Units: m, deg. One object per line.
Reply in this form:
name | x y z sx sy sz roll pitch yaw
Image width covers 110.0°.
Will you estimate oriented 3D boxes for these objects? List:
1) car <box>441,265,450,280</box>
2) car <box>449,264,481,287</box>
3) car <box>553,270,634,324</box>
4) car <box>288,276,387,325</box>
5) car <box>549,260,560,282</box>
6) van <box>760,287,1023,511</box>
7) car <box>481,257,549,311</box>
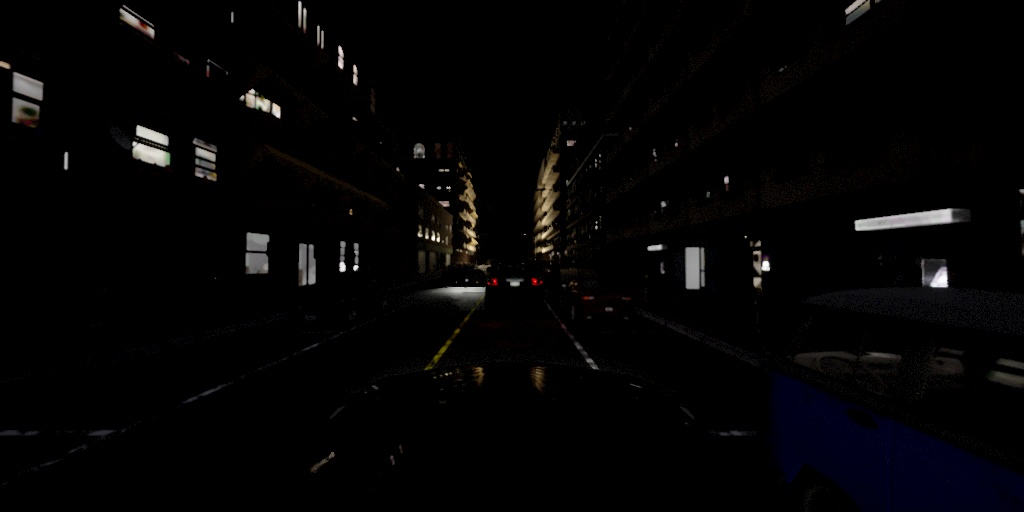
car | -5.670 1.515 34.557 1.888 1.381 4.507 0 0 0
car | -3.085 1.480 26.481 1.994 1.385 4.181 0 0 0
car | 2.698 1.365 12.228 1.888 1.381 4.507 0 0 0
car | -5.683 1.386 12.273 1.948 1.339 4.313 0 0 0
car | 2.707 1.247 28.941 2.192 1.841 5.009 0 0 0
van | 2.691 1.087 1.087 1.690 1.789 3.998 0 0 0
car | 0.098 1.063 15.089 2.150 2.045 5.566 0 0 0
